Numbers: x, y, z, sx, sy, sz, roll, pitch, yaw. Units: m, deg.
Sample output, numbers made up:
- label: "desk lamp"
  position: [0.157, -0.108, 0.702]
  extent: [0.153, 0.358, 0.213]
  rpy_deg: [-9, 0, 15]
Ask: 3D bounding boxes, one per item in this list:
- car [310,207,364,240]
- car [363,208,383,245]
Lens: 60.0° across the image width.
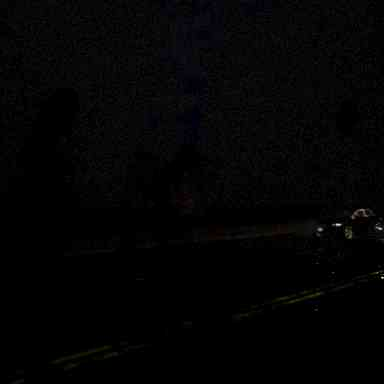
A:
- label: "car"
  position: [8.197, 1.566, 17.477]
  extent: [4.902, 1.511, 2.128]
  rpy_deg: [0, 0, -35]
- label: "car"
  position: [10.085, 1.566, 14.831]
  extent: [4.902, 1.511, 2.128]
  rpy_deg: [0, 0, -35]
